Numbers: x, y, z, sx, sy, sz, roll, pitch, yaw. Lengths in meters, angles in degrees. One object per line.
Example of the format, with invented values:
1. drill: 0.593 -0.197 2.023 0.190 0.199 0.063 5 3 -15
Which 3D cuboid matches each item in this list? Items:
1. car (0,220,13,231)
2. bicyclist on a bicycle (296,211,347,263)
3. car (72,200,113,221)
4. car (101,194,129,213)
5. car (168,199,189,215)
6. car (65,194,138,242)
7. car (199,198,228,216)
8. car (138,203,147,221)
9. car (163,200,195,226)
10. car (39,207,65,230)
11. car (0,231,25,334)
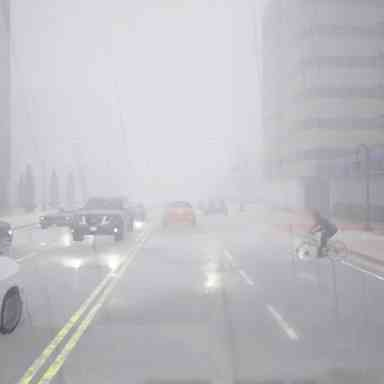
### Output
1. car: -7.521 1.491 10.481 2.128 1.511 4.902 0 0 -3
2. bicyclist on a bicycle: 4.086 1.431 10.495 1.656 1.620 0.582 -2 0 -3
3. car: -8.216 1.488 27.954 2.128 1.511 4.902 0 0 -3
4. car: -8.678 1.217 37.838 2.150 2.045 5.566 0 0 -2
5. car: -1.438 1.543 35.158 2.033 1.411 5.357 0 0 -2
6. car: -4.310 1.221 16.876 2.150 2.045 5.566 0 0 -2
7. car: 2.184 1.348 32.601 2.097 1.767 4.553 0 0 -3
8. car: -4.754 1.561 27.088 1.994 1.385 4.181 0 0 -2
9. car: -0.902 1.350 23.411 2.097 1.767 4.553 0 0 -3
10. car: -8.009 1.599 21.309 1.895 1.301 4.718 0 0 -3
11. car: -3.713 1.525 4.013 1.812 1.442 4.674 0 0 -3
